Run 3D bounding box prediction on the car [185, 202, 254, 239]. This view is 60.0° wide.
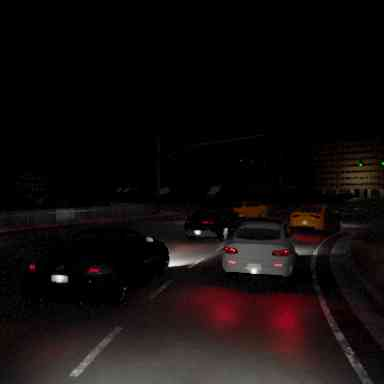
[{"bbox_3d":[1.355,1.507,16.765,1.837,1.490,4.892,0,0,27],"label":"car"}]

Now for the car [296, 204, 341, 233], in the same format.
[{"bbox_3d":[7.455,1.479,19.783,1.882,1.535,5.008,0,0,35],"label":"car"}]

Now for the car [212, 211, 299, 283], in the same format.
[{"bbox_3d":[2.086,1.526,9.731,1.812,1.442,4.674,0,0,17],"label":"car"}]

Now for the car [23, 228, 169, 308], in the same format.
[{"bbox_3d":[-1.981,1.564,8.073,1.994,1.385,4.181,0,0,13],"label":"car"}]

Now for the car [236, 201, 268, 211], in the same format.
[{"bbox_3d":[4.076,1.490,27.015,5.008,1.535,1.882,1,-1,-39],"label":"car"}]
